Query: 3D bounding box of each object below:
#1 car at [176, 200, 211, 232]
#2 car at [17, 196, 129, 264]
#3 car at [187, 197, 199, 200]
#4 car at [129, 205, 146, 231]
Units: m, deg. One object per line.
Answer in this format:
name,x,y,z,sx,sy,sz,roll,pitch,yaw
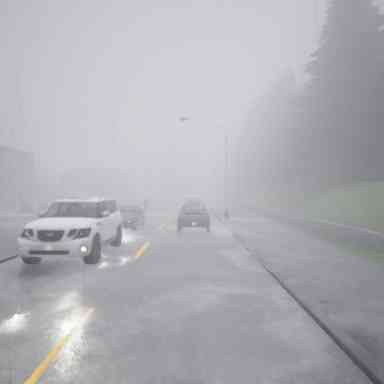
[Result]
car,0.102,1.451,19.905,2.128,1.511,4.902,0,0,0
car,-3.999,1.197,12.033,2.150,2.045,5.566,0,0,0
car,0.103,1.418,42.537,1.837,1.490,4.892,0,0,0
car,-4.028,1.505,20.602,2.033,1.411,5.357,0,0,1
